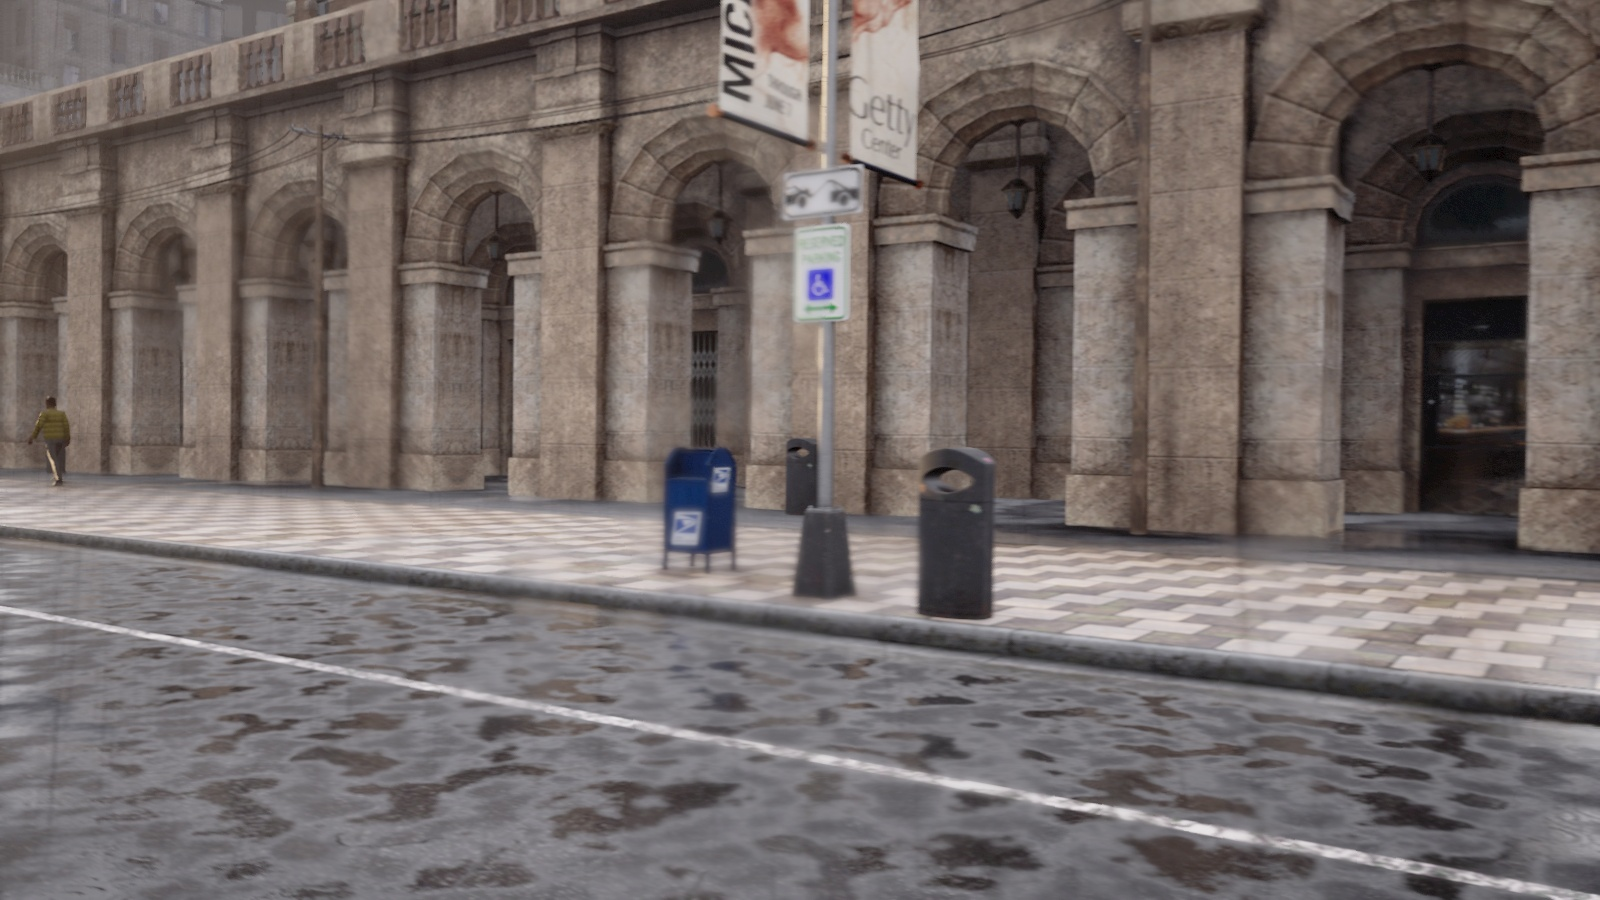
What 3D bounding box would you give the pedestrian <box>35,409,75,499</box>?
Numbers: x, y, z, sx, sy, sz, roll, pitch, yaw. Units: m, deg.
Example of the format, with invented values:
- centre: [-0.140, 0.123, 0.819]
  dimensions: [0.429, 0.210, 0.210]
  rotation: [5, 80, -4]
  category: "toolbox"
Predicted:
- centre: [-15.314, 0.078, 25.812]
  dimensions: [0.709, 1.840, 0.431]
  rotation: [0, 1, 33]
  category: "pedestrian"
